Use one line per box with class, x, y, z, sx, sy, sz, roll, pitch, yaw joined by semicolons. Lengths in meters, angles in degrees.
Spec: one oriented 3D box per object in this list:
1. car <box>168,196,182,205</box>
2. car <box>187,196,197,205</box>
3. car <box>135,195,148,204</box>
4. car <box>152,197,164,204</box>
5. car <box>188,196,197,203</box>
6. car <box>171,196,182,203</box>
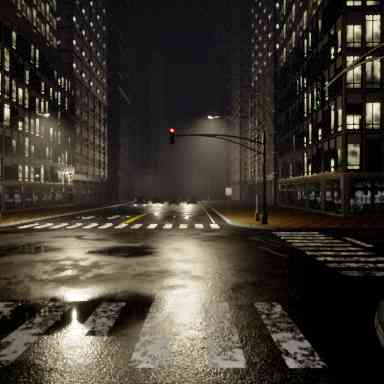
car;-3.226;1.647;59.684;2.033;1.411;5.357;0;0;0
car;0.024;1.648;60.100;2.033;1.411;5.357;0;0;0
car;-9.724;1.468;64.302;2.097;1.767;4.553;0;0;0
car;-6.474;1.680;64.271;1.994;1.385;4.181;0;0;0
car;0.029;1.583;70.548;1.895;1.301;4.718;0;0;0
car;-3.222;1.522;70.103;1.994;1.385;4.181;0;0;0
